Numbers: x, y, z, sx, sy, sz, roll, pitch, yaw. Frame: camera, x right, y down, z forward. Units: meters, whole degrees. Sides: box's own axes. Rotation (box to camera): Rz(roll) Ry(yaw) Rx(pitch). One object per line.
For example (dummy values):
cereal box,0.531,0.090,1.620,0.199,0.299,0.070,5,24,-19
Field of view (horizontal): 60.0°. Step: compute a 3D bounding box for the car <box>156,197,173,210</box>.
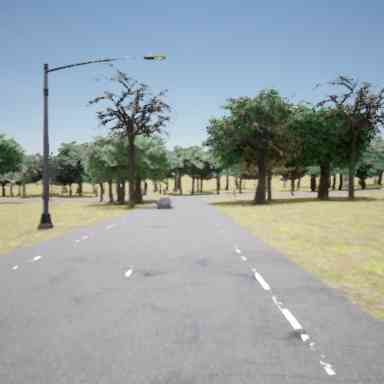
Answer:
car,-3.573,1.489,43.786,1.837,1.490,4.892,0,-1,0
